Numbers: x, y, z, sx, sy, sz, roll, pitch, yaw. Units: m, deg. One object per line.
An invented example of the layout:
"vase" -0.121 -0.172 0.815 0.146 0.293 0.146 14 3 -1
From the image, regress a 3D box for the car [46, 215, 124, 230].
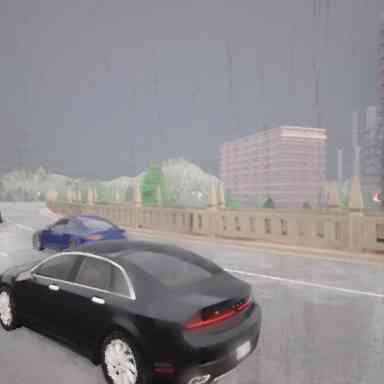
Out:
"car" -4.180 1.575 12.328 4.674 1.442 1.812 0 0 43

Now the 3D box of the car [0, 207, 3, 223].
"car" -15.932 1.617 25.872 1.812 1.442 4.674 0 0 -35

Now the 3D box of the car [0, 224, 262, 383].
"car" -1.326 1.527 5.239 4.892 1.490 1.837 0 0 38
